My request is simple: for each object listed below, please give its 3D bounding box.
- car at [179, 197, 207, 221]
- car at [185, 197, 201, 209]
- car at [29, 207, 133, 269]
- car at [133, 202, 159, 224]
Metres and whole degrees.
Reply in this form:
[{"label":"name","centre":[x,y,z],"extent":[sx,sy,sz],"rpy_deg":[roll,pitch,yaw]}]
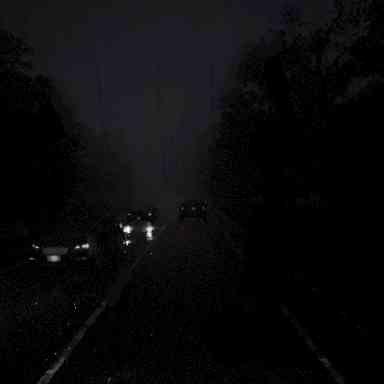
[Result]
[{"label":"car","centre":[0.102,1.263,26.456],"extent":[2.097,1.767,4.553],"rpy_deg":[0,0,0]},{"label":"car","centre":[0.112,1.398,44.062],"extent":[1.994,1.385,4.181],"rpy_deg":[0,0,0]},{"label":"car","centre":[-3.558,1.455,11.058],"extent":[2.128,1.511,4.902],"rpy_deg":[0,0,0]},{"label":"car","centre":[-3.482,1.445,24.166],"extent":[1.812,1.442,4.674],"rpy_deg":[0,0,0]}]
